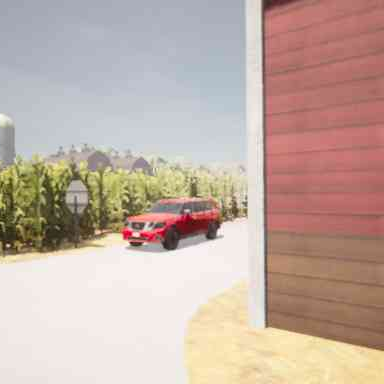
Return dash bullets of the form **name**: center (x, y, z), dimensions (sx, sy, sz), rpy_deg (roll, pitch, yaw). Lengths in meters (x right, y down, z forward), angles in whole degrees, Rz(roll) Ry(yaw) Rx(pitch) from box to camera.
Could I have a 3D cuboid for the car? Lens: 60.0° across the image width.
- **car**: center (-0.684, 1.307, 15.229), dimensions (2.150, 2.045, 5.566), rpy_deg (-1, 0, 33)
